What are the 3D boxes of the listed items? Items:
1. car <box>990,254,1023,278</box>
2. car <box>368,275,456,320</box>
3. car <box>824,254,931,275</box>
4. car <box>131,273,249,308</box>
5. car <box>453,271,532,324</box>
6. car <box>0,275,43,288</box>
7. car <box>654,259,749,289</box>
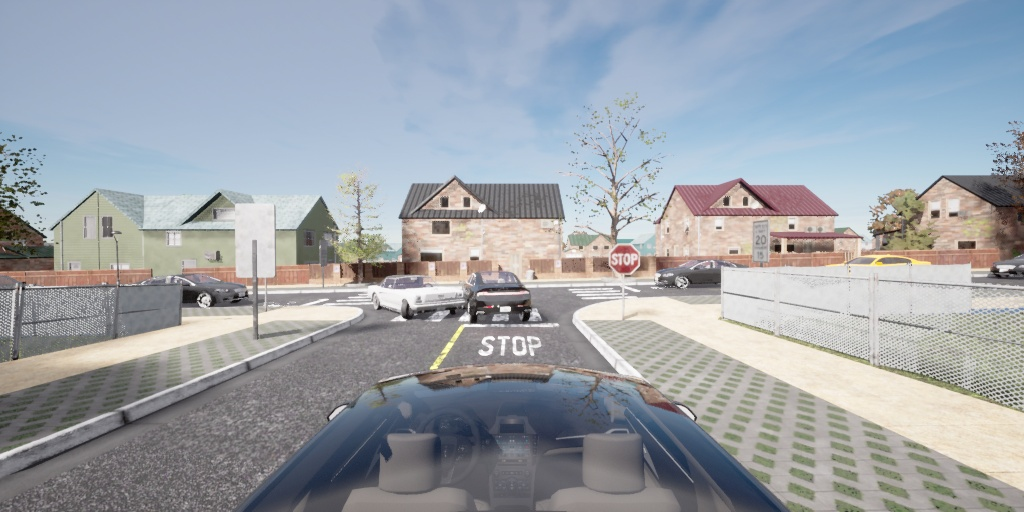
[{"bbox_3d":[29.388,0.478,19.633,4.902,1.511,2.128,-1,1,0],"label":"car"},{"bbox_3d":[-3.600,1.368,13.015,1.895,1.301,4.718,0,0,-38],"label":"car"},{"bbox_3d":[19.763,0.690,19.597,5.008,1.535,1.882,-1,1,-1],"label":"car"},{"bbox_3d":[-14.900,1.566,16.512,4.902,1.511,2.128,-1,1,0],"label":"car"},{"bbox_3d":[-0.684,1.243,12.155,2.128,1.511,4.902,0,0,-12],"label":"car"},{"bbox_3d":[-24.238,1.648,16.472,4.553,1.767,2.097,-1,1,0],"label":"car"},{"bbox_3d":[10.333,0.926,19.562,4.902,1.511,2.128,-1,1,0],"label":"car"}]
